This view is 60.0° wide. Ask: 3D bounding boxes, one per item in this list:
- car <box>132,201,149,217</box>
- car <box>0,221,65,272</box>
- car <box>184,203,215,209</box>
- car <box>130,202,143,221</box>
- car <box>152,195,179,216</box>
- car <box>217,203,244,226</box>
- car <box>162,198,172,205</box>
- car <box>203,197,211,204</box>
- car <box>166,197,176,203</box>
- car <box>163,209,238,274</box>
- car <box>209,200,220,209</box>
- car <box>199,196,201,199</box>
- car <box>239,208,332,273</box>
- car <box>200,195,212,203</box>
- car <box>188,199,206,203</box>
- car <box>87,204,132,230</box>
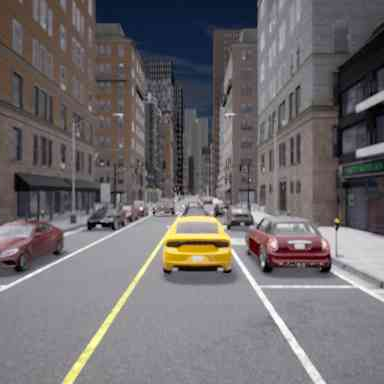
[{"bbox_3d":[-5.458,1.607,32.975,1.967,1.590,4.097,0,0,0],"label":"car"},{"bbox_3d":[-5.605,1.636,10.970,1.802,1.307,4.206,0,0,0],"label":"car"},{"bbox_3d":[0.252,1.679,22.751,1.994,1.385,4.181,0,0,0],"label":"car"},{"bbox_3d":[-5.495,1.720,27.473,1.802,1.307,4.206,0,0,0],"label":"car"},{"bbox_3d":[-2.782,1.332,33.762,2.097,1.767,4.553,0,0,0],"label":"car"},{"bbox_3d":[2.994,1.661,21.915,2.008,1.369,4.403,0,0,0],"label":"car"},{"bbox_3d":[-5.176,1.974,70.076,1.802,1.307,4.206,0,0,0],"label":"car"},{"bbox_3d":[3.396,1.956,75.585,1.752,1.417,4.829,0,0,0],"label":"car"},{"bbox_3d":[-5.084,2.018,80.892,2.008,1.369,4.403,0,0,0],"label":"car"},{"bbox_3d":[0.155,1.532,10.791,1.882,1.535,5.008,0,0,0],"label":"car"},{"bbox_3d":[3.067,1.734,32.917,1.947,1.339,4.313,0,0,0],"label":"car"},{"bbox_3d":[3.441,2.019,80.823,2.008,1.369,4.403,0,0,0],"label":"car"},{"bbox_3d":[2.920,1.495,10.913,1.967,1.590,4.097,0,0,0],"label":"car"},{"bbox_3d":[3.348,1.833,70.007,1.967,1.590,4.097,0,0,0],"label":"car"},{"bbox_3d":[0.210,1.692,32.664,1.812,1.442,4.674,0,0,2],"label":"car"},{"bbox_3d":[-5.531,1.676,21.972,1.947,1.339,4.313,0,0,0],"label":"car"}]
